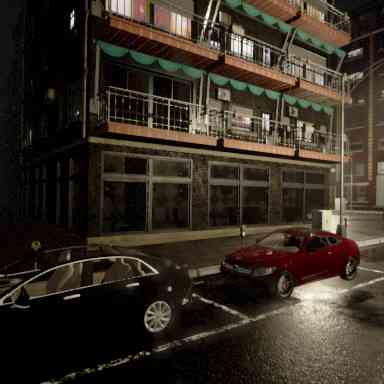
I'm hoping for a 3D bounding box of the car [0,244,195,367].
[{"bbox_3d":[-2.011,1.551,5.068,4.403,1.369,2.008,0,1,-36],"label":"car"}]

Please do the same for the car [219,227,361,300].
[{"bbox_3d":[2.614,1.585,8.375,4.206,1.307,1.802,0,1,-36],"label":"car"}]
